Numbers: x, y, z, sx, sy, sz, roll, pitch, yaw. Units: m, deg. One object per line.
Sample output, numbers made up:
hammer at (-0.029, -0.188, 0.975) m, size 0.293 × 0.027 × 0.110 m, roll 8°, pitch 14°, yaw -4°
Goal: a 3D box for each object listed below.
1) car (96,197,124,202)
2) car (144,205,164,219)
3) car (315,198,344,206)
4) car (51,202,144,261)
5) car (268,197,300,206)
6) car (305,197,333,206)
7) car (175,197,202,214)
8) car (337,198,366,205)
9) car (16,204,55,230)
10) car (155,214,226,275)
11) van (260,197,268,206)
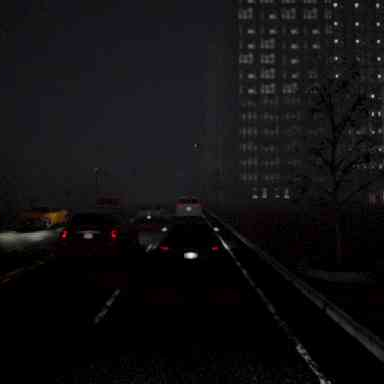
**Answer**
car at (-6.956, 1.414, 27.832) m, size 2.150 × 2.045 × 5.566 m, roll 0°, pitch -1°, yaw -1°
car at (-3.535, 1.799, 29.331) m, size 1.895 × 1.301 × 4.718 m, roll 0°, pitch 0°, yaw -1°
car at (26.128, 1.950, 63.306) m, size 4.829 × 1.417 × 1.752 m, roll 0°, pitch -2°, yaw -1°
car at (-3.322, 1.435, 12.720) m, size 2.097 × 1.767 × 4.553 m, roll 0°, pitch 0°, yaw 0°
car at (15.601, 1.714, 55.013) m, size 4.829 × 1.417 × 1.752 m, roll 0°, pitch -2°, yaw -1°
car at (21.013, 1.596, 55.154) m, size 4.097 × 1.590 × 1.967 m, roll 0°, pitch -2°, yaw -1°
car at (-0.289, 1.420, 29.540) m, size 2.150 × 2.045 × 5.566 m, roll 0°, pitch 0°, yaw -1°
car at (26.597, 1.705, 55.293) m, size 4.206 × 1.307 × 1.802 m, roll 0°, pitch -2°, yaw -1°
car at (-10.140, 1.638, 22.849) m, size 1.882 × 1.535 × 5.008 m, roll 0°, pitch -1°, yaw -1°
car at (-0.050, 1.630, 10.653) m, size 1.994 × 1.385 × 4.181 m, roll 0°, pitch 0°, yaw -1°
van at (15.113, 1.831, 63.028) m, size 3.998 × 1.788 × 1.690 m, roll 0°, pitch -2°, yaw -1°
